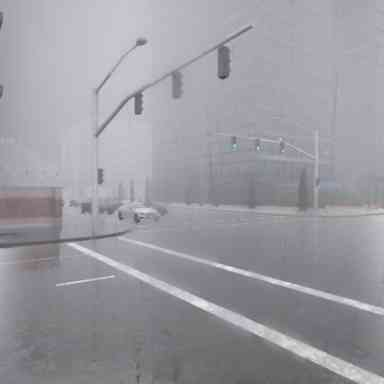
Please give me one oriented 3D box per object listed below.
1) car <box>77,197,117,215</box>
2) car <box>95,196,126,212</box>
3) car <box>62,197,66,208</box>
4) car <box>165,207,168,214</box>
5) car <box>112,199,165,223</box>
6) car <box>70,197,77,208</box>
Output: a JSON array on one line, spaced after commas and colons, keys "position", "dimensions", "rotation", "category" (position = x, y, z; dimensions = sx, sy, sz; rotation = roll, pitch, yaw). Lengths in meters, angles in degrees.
[{"position": [-9.478, 1.348, 33.223], "dimensions": [2.097, 1.767, 4.553], "rotation": [0, 0, -36], "category": "car"}, {"position": [-9.740, 1.344, 39.598], "dimensions": [2.097, 1.767, 4.553], "rotation": [0, 0, -36], "category": "car"}, {"position": [-19.918, 1.214, 47.824], "dimensions": [2.150, 2.045, 5.566], "rotation": [0, 0, -35], "category": "car"}, {"position": [-4.361, 1.539, 32.085], "dimensions": [2.033, 1.411, 5.357], "rotation": [0, 0, -36], "category": "car"}, {"position": [-4.251, 1.519, 25.923], "dimensions": [1.812, 1.442, 4.674], "rotation": [0, 0, -36], "category": "car"}, {"position": [-16.756, 1.519, 49.421], "dimensions": [1.812, 1.442, 4.674], "rotation": [0, 1, -36], "category": "car"}]
